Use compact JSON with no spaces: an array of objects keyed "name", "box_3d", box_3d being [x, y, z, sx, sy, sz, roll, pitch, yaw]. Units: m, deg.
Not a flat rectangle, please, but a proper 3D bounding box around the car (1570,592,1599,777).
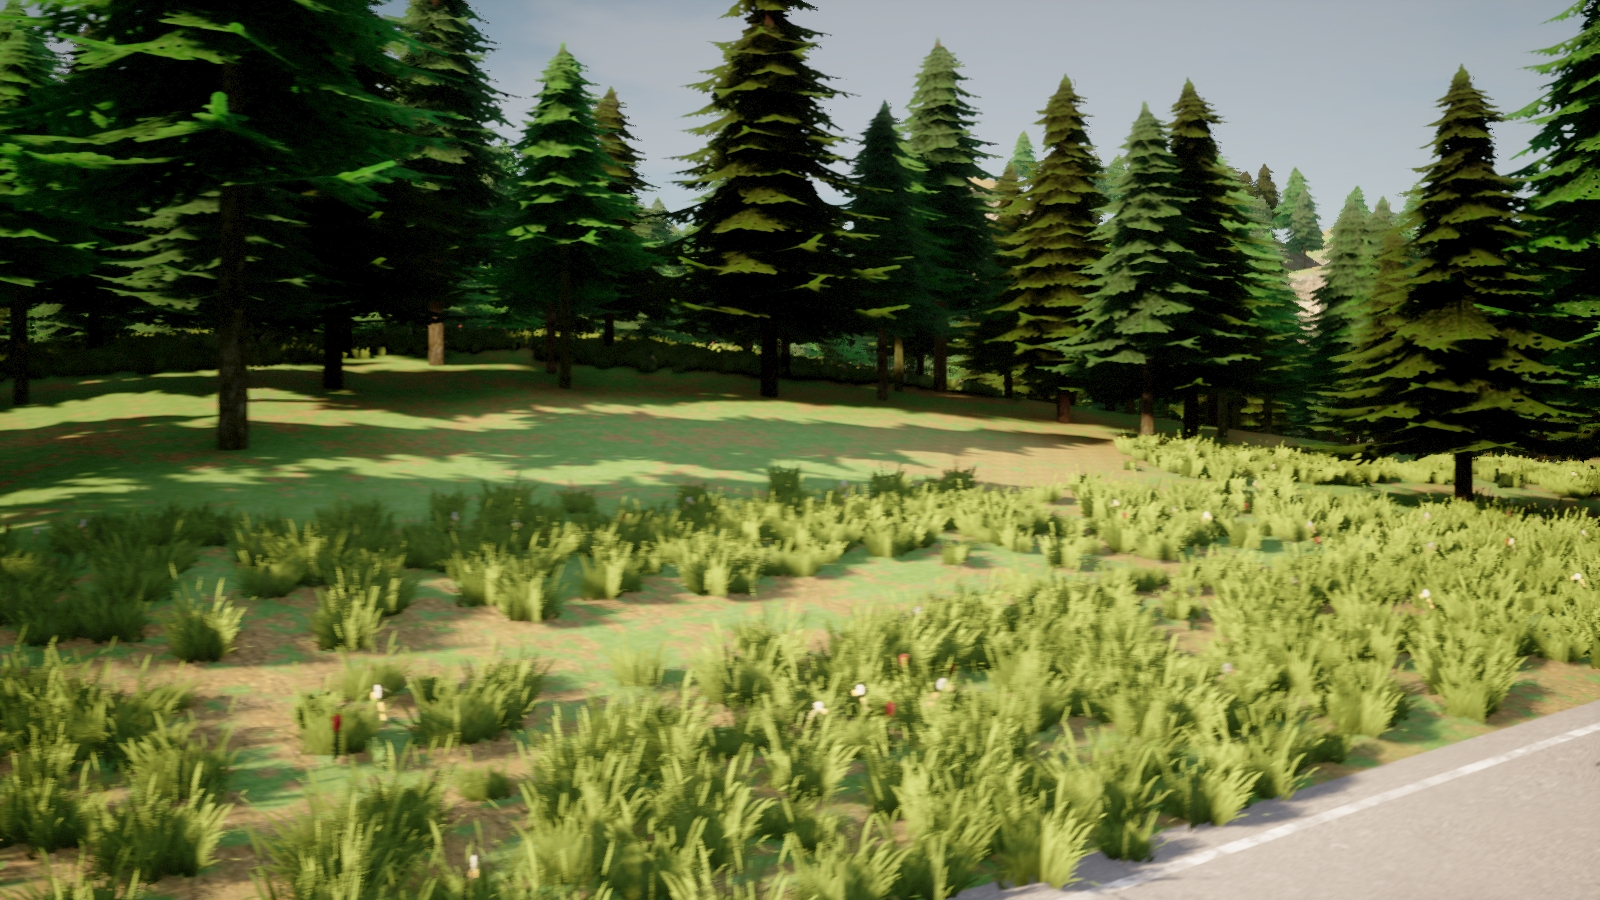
[{"name":"car","box_3d":[8.887,1.941,10.008,4.674,1.442,2.002,0,0,-35]}]
